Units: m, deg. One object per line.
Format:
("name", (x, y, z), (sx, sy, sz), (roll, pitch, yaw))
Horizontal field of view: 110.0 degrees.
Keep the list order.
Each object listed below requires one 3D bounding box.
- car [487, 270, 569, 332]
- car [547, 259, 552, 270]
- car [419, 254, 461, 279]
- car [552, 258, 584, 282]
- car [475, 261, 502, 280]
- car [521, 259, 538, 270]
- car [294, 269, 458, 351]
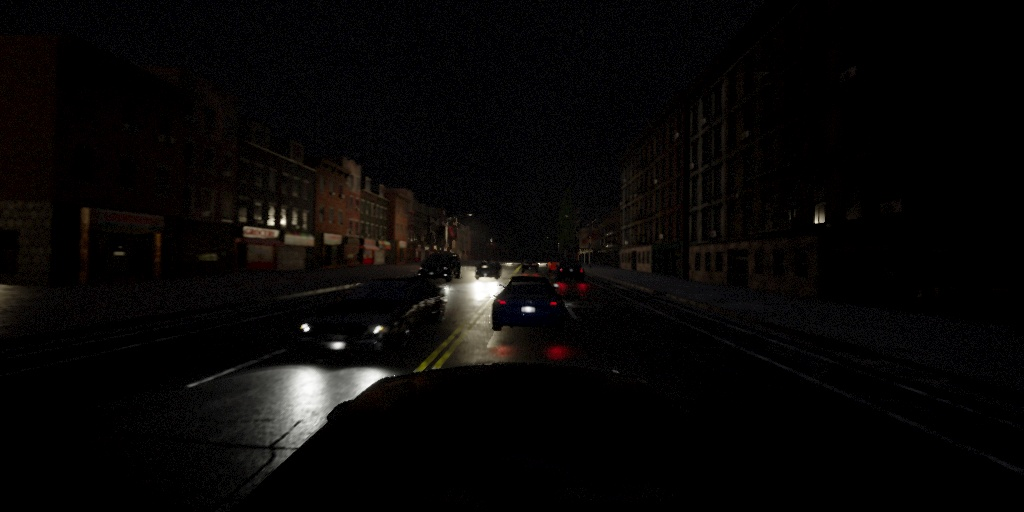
("car", (0.512, 1.317, 11.055), (1.994, 1.385, 4.181), (1, 0, 3))
("car", (5.396, 1.033, 43.310), (2.097, 1.767, 4.553), (1, 0, 3))
("car", (-5.306, 0.846, 27.170), (2.150, 2.045, 5.566), (1, 0, 3))
("car", (4.714, 1.107, 29.895), (2.097, 1.767, 4.553), (1, 0, 3))
("car", (-1.886, 1.153, 29.724), (2.128, 1.511, 4.902), (1, 0, 3))
("car", (2.149, 1.131, 42.711), (2.128, 1.511, 4.902), (1, 0, 3))
("car", (-3.040, 1.251, 9.188), (2.033, 1.411, 5.357), (1, 0, 3))
